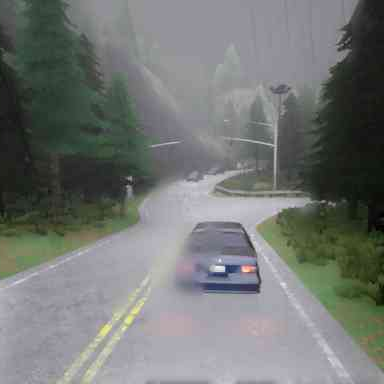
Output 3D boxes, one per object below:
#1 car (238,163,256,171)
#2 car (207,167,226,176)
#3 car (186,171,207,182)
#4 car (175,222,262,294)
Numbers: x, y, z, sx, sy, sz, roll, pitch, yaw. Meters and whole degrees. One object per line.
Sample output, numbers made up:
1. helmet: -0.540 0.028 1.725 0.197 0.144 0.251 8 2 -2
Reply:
1. car: 11.836 -5.473 70.998 4.892 1.490 1.837 -9 9 -36
2. car: 4.601 -4.043 63.619 2.128 1.511 4.902 4 10 36
3. car: 0.535 -2.563 55.074 1.837 1.490 4.892 2 10 19
4. car: 0.721 1.498 8.849 2.033 1.411 5.357 0 0 5
